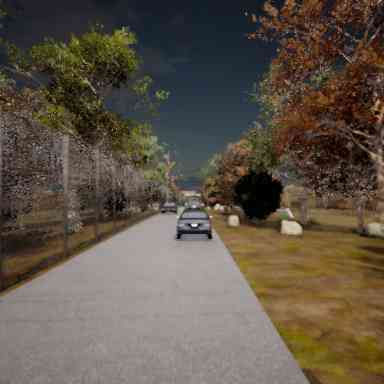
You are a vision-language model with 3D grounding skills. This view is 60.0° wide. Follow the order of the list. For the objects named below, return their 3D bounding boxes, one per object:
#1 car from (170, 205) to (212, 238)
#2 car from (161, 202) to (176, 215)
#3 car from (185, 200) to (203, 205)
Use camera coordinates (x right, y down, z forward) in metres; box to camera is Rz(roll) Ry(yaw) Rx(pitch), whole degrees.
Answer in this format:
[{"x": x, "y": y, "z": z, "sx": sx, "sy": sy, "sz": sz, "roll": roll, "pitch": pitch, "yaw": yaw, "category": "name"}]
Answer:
[{"x": 0.133, "y": 1.641, "z": 18.290, "sx": 2.033, "sy": 1.411, "sz": 5.357, "roll": 0, "pitch": -1, "yaw": 0, "category": "car"}, {"x": -2.706, "y": 1.986, "z": 40.809, "sx": 2.033, "sy": 1.411, "sz": 5.357, "roll": 0, "pitch": -1, "yaw": 1, "category": "car"}, {"x": 0.236, "y": 1.751, "z": 39.048, "sx": 2.097, "sy": 1.767, "sz": 4.553, "roll": 0, "pitch": -1, "yaw": 0, "category": "car"}]
